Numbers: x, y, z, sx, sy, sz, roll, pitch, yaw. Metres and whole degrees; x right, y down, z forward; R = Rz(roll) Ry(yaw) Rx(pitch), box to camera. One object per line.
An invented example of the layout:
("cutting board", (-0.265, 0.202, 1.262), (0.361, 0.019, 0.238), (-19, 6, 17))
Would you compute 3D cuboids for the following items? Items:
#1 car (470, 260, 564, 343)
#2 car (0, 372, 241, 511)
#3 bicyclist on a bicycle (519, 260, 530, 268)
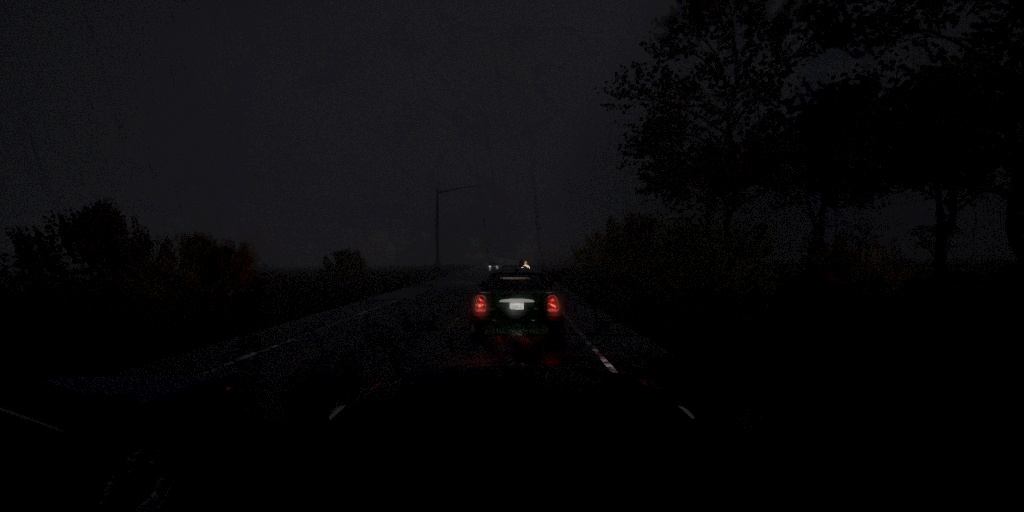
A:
("car", (0.113, 1.099, 9.818), (2.097, 1.767, 4.553), (0, 0, 0))
("car", (-3.605, 1.351, 1.262), (1.895, 1.301, 4.718), (0, 0, 0))
("bicyclist on a bicycle", (0.975, 1.177, 25.641), (0.866, 1.612, 1.509), (0, 0, 1))
